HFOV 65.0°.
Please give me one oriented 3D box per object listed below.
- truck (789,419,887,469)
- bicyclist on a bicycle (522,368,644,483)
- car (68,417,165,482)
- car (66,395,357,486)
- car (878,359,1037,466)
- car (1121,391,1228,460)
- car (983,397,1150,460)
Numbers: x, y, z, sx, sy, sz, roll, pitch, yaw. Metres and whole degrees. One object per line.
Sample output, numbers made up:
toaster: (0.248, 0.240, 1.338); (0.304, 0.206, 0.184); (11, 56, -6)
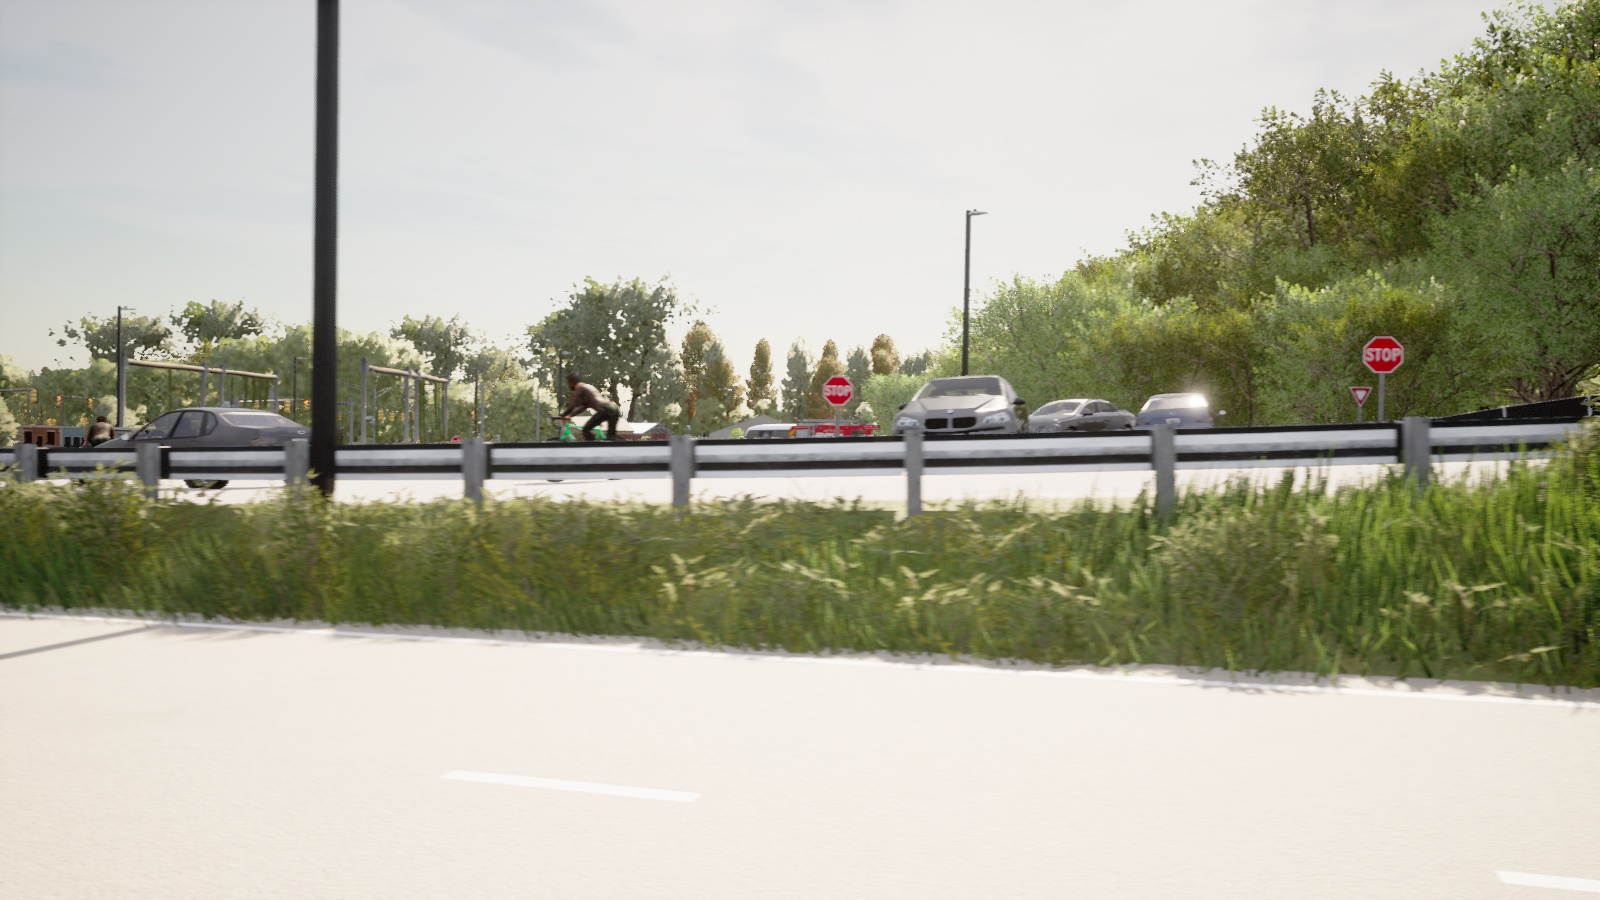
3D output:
truck: (3.089, -0.431, 98.862); (2.891, 3.827, 8.468); (-1, -1, 42)
bicyclist on a bicycle: (-3.209, -0.349, 18.580); (1.656, 1.620, 0.582); (-1, 0, 17)
car: (-18.403, 0.041, 33.964); (1.851, 1.617, 3.988); (1, -2, -22)
car: (-10.359, -0.102, 21.956); (5.357, 1.411, 2.033); (-1, -1, 32)
car: (2.975, -0.592, 22.720); (2.242, 1.667, 4.611); (-2, -1, 14)
car: (8.861, -0.554, 29.402); (2.033, 1.411, 5.357); (-2, 0, 20)
car: (7.221, -0.590, 33.670); (2.128, 1.511, 4.902); (-2, 0, 42)
